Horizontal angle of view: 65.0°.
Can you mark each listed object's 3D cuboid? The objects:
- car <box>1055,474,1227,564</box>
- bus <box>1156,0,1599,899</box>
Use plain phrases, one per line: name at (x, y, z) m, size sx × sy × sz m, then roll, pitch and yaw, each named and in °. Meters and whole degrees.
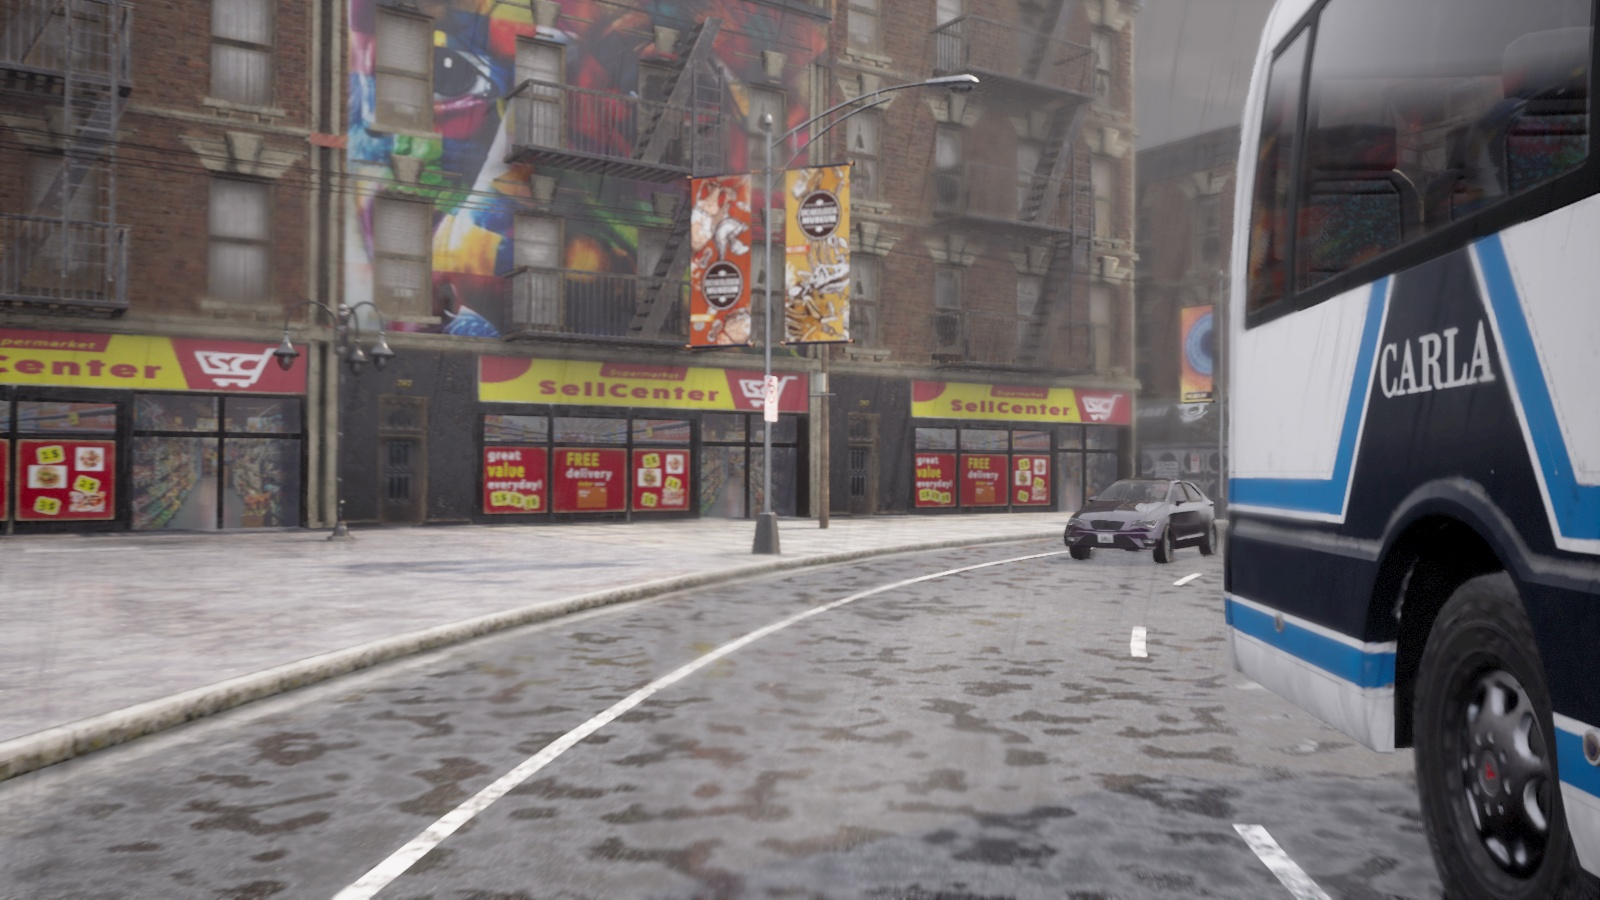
car at (6.376, 1.197, 23.183) m, size 1.816 × 1.474 × 4.193 m, roll -1°, pitch -1°, yaw 34°
bus at (3.437, -0.552, 1.227) m, size 3.944 × 4.253 × 10.273 m, roll 0°, pitch -1°, yaw 4°
